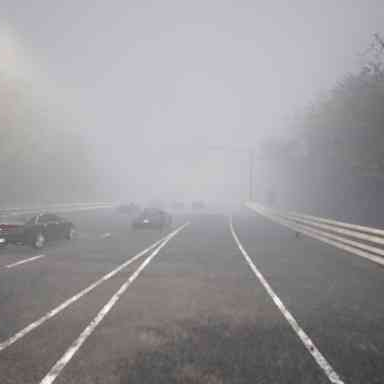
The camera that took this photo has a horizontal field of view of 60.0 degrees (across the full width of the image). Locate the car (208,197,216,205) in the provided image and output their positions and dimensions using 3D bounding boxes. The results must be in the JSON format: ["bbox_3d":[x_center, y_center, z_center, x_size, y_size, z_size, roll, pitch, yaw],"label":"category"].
[{"bbox_3d":[4.346,2.418,87.091,2.097,1.767,4.553,0,-1,6],"label":"car"}]

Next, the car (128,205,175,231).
[{"bbox_3d":[-2.634,1.800,22.692,1.994,1.385,4.181,0,-1,6],"label":"car"}]

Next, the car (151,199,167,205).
[{"bbox_3d":[-5.801,1.981,58.400,2.097,1.767,4.553,0,-1,6],"label":"car"}]

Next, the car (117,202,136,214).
[{"bbox_3d":[-7.732,1.934,40.576,1.812,1.442,4.674,0,-1,6],"label":"car"}]

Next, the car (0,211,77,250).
[{"bbox_3d":[-6.971,1.624,15.083,1.837,1.490,4.892,0,-1,6],"label":"car"}]

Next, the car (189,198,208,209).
[{"bbox_3d":[1.147,2.146,57.604,1.882,1.535,5.008,0,-1,6],"label":"car"}]

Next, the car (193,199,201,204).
[{"bbox_3d":[1.310,2.626,91.554,1.812,1.442,4.674,0,-1,6],"label":"car"}]

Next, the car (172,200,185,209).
[{"bbox_3d":[-2.326,2.141,58.032,2.128,1.511,4.902,0,-1,6],"label":"car"}]
